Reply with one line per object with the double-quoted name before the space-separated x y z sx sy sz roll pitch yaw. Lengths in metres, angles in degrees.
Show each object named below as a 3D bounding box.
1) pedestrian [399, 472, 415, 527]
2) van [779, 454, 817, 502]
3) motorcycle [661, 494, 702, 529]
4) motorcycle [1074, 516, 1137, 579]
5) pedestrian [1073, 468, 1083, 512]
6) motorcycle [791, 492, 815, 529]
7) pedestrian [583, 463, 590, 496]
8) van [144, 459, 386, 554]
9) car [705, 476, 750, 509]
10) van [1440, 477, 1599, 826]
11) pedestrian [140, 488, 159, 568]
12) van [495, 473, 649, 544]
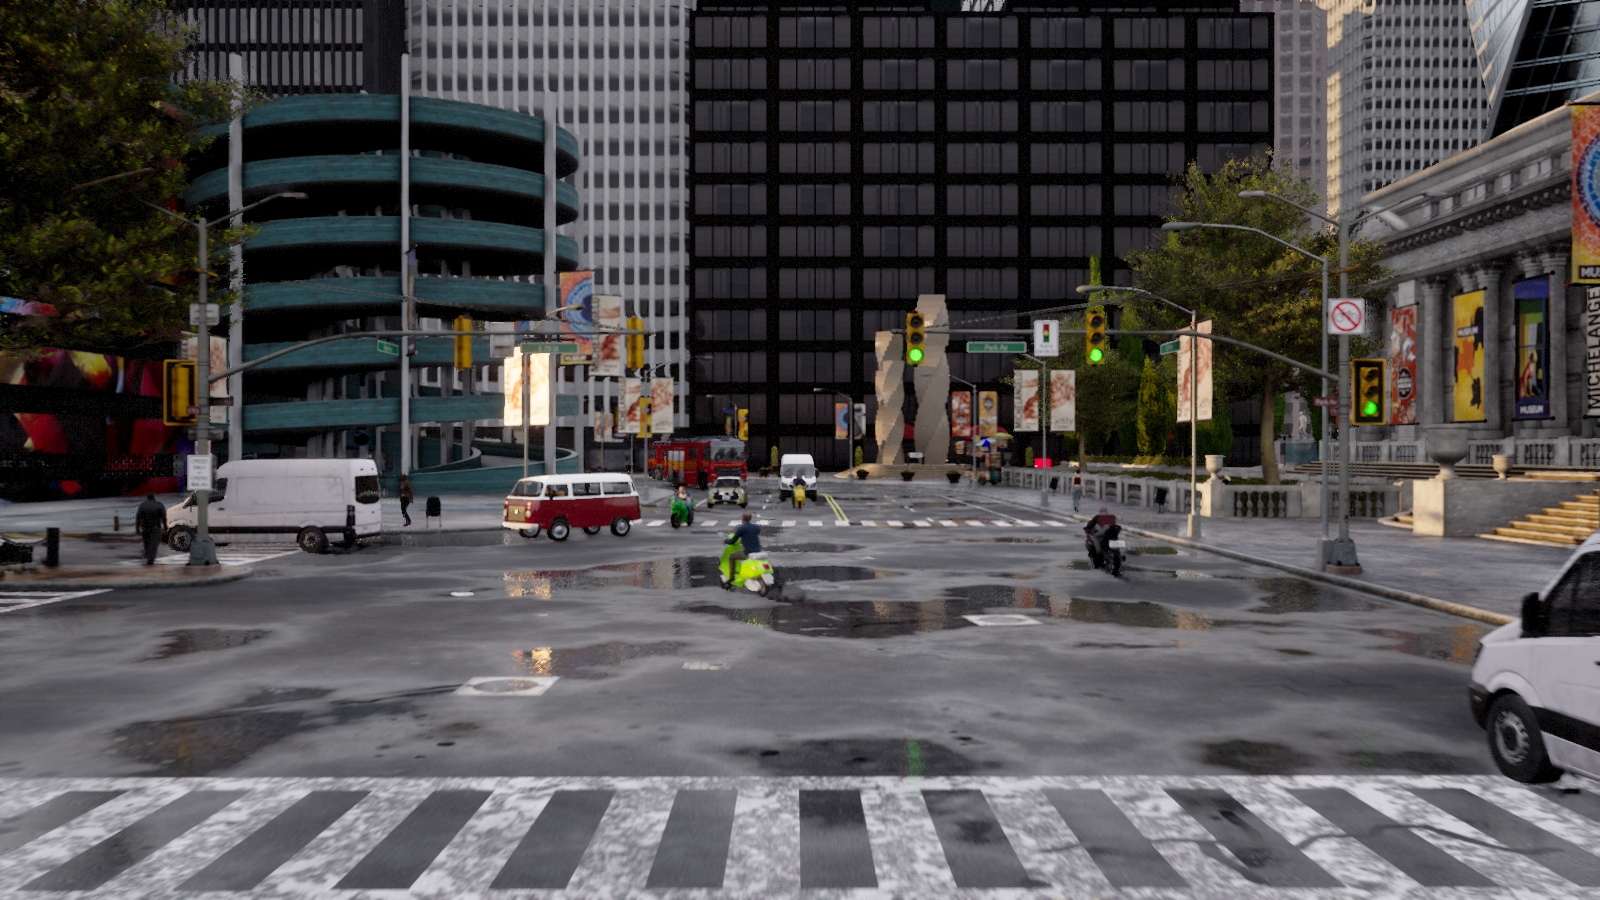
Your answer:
"pedestrian" -13.460 1.703 39.179 0.375 1.860 0.375 0 0 38
"van" -0.162 1.543 64.446 1.988 2.561 5.915 0 0 -2
"motorcycle" -4.252 2.218 41.215 0.803 1.145 2.033 0 0 15
"motorcycle" 6.994 2.208 26.290 0.867 1.251 2.209 0 0 0
"pedestrian" 11.774 1.703 48.454 0.375 1.860 0.375 0 0 7
"motorcycle" 0.098 2.188 41.494 0.856 1.236 1.805 0 0 0
"pedestrian" -12.229 1.705 65.523 0.375 1.860 0.375 0 0 -9
"van" -14.936 1.539 32.067 5.915 2.561 1.988 0 0 3
"car" -3.549 2.072 56.494 1.970 1.475 3.806 0 0 0
"van" 6.989 1.536 7.752 1.988 2.561 5.915 0 0 0
"pedestrian" -15.519 1.852 27.266 0.375 1.860 0.375 0 0 -24
"van" -7.227 1.788 36.560 2.069 2.038 4.480 0 0 42
